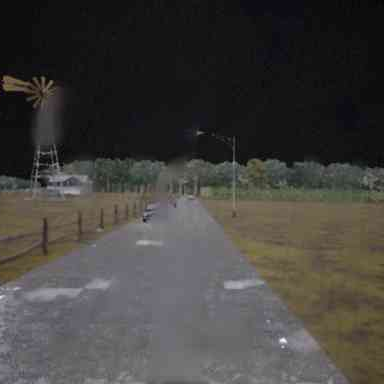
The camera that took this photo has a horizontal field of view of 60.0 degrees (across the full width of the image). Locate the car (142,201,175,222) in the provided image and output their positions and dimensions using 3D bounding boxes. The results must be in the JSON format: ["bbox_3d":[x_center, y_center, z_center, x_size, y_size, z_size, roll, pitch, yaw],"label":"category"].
[{"bbox_3d":[-2.796,1.602,26.854,2.033,1.411,5.357,0,0,0],"label":"car"}]

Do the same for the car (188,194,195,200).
[{"bbox_3d":[-0.145,1.335,93.841,1.812,1.442,4.674,0,0,0],"label":"car"}]

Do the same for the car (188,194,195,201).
[{"bbox_3d":[-0.128,1.501,83.424,2.033,1.411,5.357,0,0,0],"label":"car"}]
